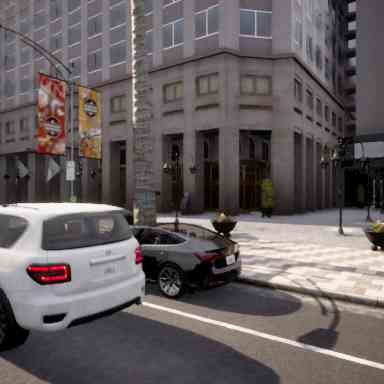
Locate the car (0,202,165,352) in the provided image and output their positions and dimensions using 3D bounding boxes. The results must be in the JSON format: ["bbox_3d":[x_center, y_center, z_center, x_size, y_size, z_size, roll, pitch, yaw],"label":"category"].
[{"bbox_3d":[-3.397,1.222,6.415,5.566,2.045,2.150,0,0,35],"label":"car"}]

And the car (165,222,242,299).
[{"bbox_3d":[-1.076,1.513,8.554,4.786,1.482,2.161,0,0,35],"label":"car"}]
